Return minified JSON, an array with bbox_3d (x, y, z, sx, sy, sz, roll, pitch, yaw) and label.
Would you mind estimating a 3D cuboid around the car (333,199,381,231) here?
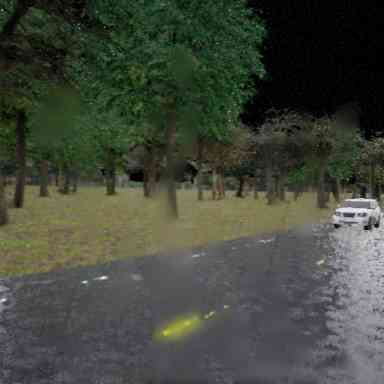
[{"bbox_3d":[11.679,1.497,23.352,2.150,2.045,5.566,1,0,39],"label":"car"}]
